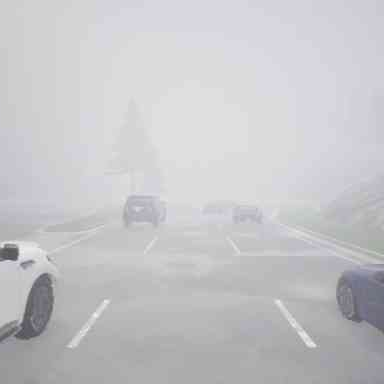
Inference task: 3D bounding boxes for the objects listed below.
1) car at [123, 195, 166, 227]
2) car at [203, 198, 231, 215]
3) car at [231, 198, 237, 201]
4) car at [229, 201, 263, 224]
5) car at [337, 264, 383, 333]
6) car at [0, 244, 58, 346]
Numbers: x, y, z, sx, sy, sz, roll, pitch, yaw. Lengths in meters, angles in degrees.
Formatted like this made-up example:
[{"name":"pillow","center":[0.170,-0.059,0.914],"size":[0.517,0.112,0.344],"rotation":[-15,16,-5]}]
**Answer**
[{"name":"car","center":[-3.136,1.220,22.762],"size":[2.150,2.045,5.566],"rotation":[0,0,3]},{"name":"car","center":[2.380,1.526,33.636],"size":[1.812,1.442,4.674],"rotation":[0,0,15]},{"name":"car","center":[5.138,1.526,43.631],"size":[1.812,1.442,4.674],"rotation":[0,0,16]},{"name":"car","center":[3.963,1.601,24.484],"size":[1.895,1.301,4.718],"rotation":[0,0,4]},{"name":"car","center":[3.600,1.526,4.272],"size":[1.812,1.442,4.674],"rotation":[0,0,0]},{"name":"car","center":[-3.400,1.219,3.432],"size":[2.150,2.045,5.566],"rotation":[0,0,0]}]
